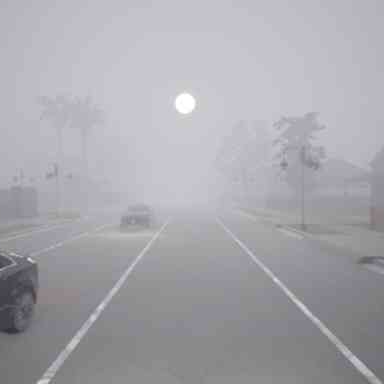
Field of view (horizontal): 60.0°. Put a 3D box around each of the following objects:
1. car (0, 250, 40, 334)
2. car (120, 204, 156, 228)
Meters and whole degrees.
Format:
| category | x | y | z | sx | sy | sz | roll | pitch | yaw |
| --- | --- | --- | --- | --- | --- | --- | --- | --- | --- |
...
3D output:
| category | x | y | z | sx | sy | sz | roll | pitch | yaw |
| --- | --- | --- | --- | --- | --- | --- | --- | --- | --- |
| car | -3.607 | 1.509 | 3.971 | 2.128 | 1.511 | 4.902 | 0 | 0 | 0 |
| car | -3.601 | 1.546 | 22.780 | 1.882 | 1.535 | 5.008 | 0 | 0 | 0 |
